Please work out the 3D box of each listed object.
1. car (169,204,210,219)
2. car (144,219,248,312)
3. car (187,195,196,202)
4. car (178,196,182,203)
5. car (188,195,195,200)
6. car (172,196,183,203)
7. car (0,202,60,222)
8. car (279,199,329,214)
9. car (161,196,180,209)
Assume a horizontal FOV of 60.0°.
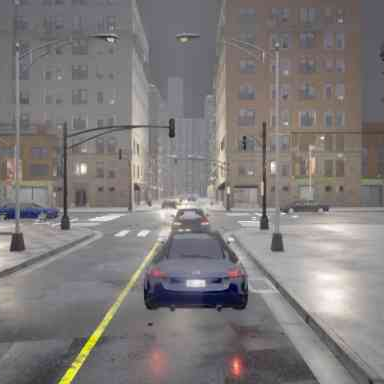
[{"bbox_3d":[-0.085,1.525,16.551,1.812,1.442,4.674,0,0,-1],"label":"car"},{"bbox_3d":[0.084,1.564,7.807,1.994,1.385,4.181,0,0,0],"label":"car"},{"bbox_3d":[-0.071,1.562,75.898,2.128,1.511,4.902,0,0,0],"label":"car"},{"bbox_3d":[-3.097,1.505,57.931,1.882,1.535,5.008,0,0,0],"label":"car"},{"bbox_3d":[-0.104,1.481,86.349,1.895,1.301,4.718,0,0,0],"label":"car"},{"bbox_3d":[-3.058,1.581,71.845,2.033,1.411,5.357,0,0,0],"label":"car"},{"bbox_3d":[-13.181,1.519,26.526,5.008,1.535,1.882,0,0,-2],"label":"car"},{"bbox_3d":[11.160,1.447,33.318,4.892,1.490,1.837,0,0,0],"label":"car"},{"bbox_3d":[-3.072,1.615,44.848,1.895,1.301,4.718,0,0,0],"label":"car"}]
